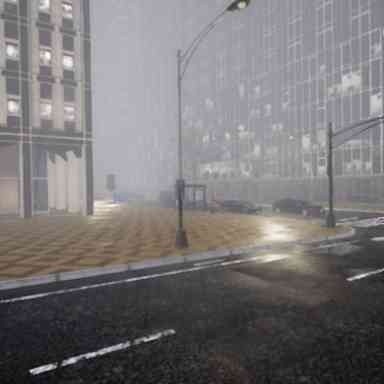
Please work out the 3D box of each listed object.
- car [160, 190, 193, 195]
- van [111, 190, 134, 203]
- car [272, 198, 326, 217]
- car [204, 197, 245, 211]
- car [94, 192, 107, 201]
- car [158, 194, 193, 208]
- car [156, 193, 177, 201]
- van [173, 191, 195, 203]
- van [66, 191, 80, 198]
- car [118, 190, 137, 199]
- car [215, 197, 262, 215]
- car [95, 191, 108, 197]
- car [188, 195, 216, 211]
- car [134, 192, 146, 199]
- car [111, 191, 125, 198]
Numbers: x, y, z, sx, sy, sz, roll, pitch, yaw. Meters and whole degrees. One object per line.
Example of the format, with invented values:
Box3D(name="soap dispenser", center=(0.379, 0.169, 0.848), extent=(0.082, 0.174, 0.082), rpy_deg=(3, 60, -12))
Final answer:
Box3D(name="car", center=(-2.498, 0.799, 45.752), extent=(2.150, 2.045, 5.566), rpy_deg=(-1, 1, -34))
Box3D(name="van", center=(-11.431, 0.858, 54.235), extent=(1.690, 1.788, 3.998), rpy_deg=(-1, 1, -34))
Box3D(name="car", center=(9.109, 1.272, 28.757), extent=(1.837, 1.490, 4.892), rpy_deg=(-1, 1, -34))
Box3D(name="car", center=(3.510, 1.276, 36.968), extent=(1.895, 1.301, 4.718), rpy_deg=(-1, 1, -34))
Box3D(name="car", center=(-17.848, 0.959, 63.621), extent=(2.008, 1.369, 4.403), rpy_deg=(-1, 1, -34))
Box3D(name="car", center=(-1.850, 1.242, 40.136), extent=(1.947, 1.339, 4.313), rpy_deg=(-1, 1, -34))
Box3D(name="car", center=(-4.514, 0.933, 58.967), extent=(1.802, 1.307, 4.206), rpy_deg=(-1, 1, -34))
Box3D(name="van", center=(-1.307, 0.745, 54.272), extent=(1.690, 1.788, 3.998), rpy_deg=(-1, 1, -34))
Box3D(name="van", center=(-27.474, 0.585, 77.692), extent=(1.690, 1.788, 3.998), rpy_deg=(-1, 1, -34))
Box3D(name="car", center=(-14.141, 0.503, 73.038), extent=(2.192, 1.841, 5.009), rpy_deg=(-1, 1, -34))
Box3D(name="car", center=(4.504, 1.348, 30.709), extent=(1.947, 1.339, 4.313), rpy_deg=(-1, 1, -34))
Box3D(name="car", center=(-23.765, 0.575, 87.114), extent=(2.008, 1.369, 4.403), rpy_deg=(-1, 1, -34))
Box3D(name="car", center=(1.310, 1.311, 35.412), extent=(1.802, 1.307, 4.206), rpy_deg=(-1, 1, -34))
Box3D(name="car", center=(-10.931, 0.824, 68.350), extent=(1.802, 1.307, 4.206), rpy_deg=(-1, 1, -34))
Box3D(name="car", center=(-17.349, 0.573, 77.730), extent=(1.967, 1.590, 4.097), rpy_deg=(-1, 1, -34))
